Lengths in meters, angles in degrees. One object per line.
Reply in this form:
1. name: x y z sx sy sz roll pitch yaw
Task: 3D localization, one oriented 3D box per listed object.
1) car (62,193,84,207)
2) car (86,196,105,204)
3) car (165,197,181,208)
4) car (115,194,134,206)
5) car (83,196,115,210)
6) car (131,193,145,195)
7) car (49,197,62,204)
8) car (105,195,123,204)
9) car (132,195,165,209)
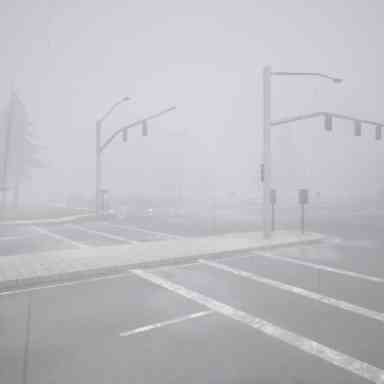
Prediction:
1. car: -17.701 1.222 51.046 2.150 2.045 5.566 0 0 -35
2. car: -18.789 1.492 64.920 2.128 1.511 4.902 0 0 -35
3. car: -3.455 1.505 49.028 1.837 1.490 4.892 0 0 -35
4. car: -11.481 1.505 54.388 1.837 1.490 4.892 0 0 -35
5. car: -12.035 1.505 42.973 1.837 1.490 4.892 0 0 -35
6. car: -8.997 1.222 56.949 2.150 2.045 5.566 0 0 -35
7. car: -25.209 1.564 61.846 1.994 1.385 4.181 0 0 -36
8. car: -15.646 1.478 66.548 1.882 1.535 5.008 0 0 -35
9. car: -6.237 1.505 46.899 1.837 1.490 4.892 0 0 -35
